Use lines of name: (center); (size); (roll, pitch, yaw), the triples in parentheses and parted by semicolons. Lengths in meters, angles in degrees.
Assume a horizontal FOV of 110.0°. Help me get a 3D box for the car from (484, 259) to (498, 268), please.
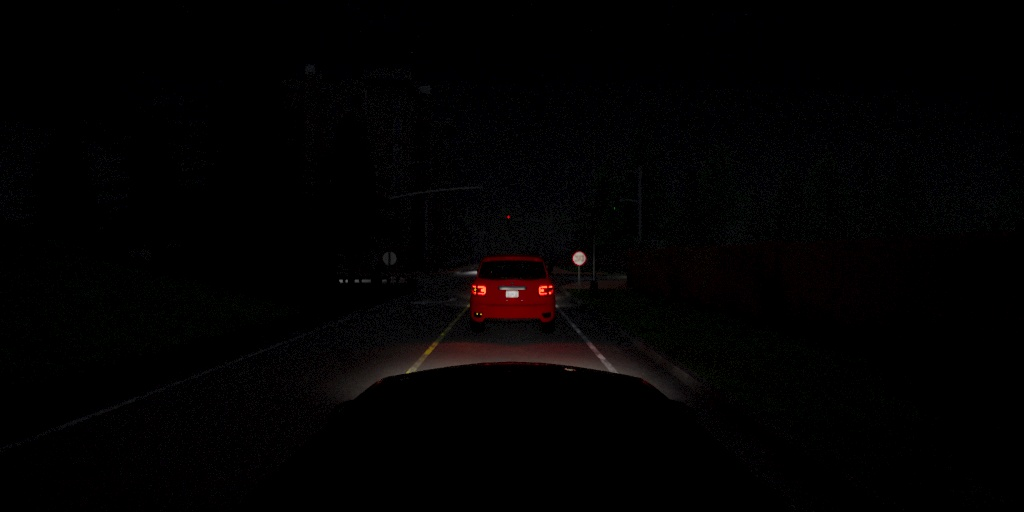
car: (-3.491, 1.267, 60.817); (2.033, 1.411, 5.357); (0, 0, 0)

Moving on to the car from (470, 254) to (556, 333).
car: (0.055, 0.967, 10.914); (2.150, 2.045, 5.566); (0, 0, 1)

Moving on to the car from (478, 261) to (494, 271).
car: (-3.529, 1.326, 50.086); (1.895, 1.301, 4.718); (0, 0, 0)
